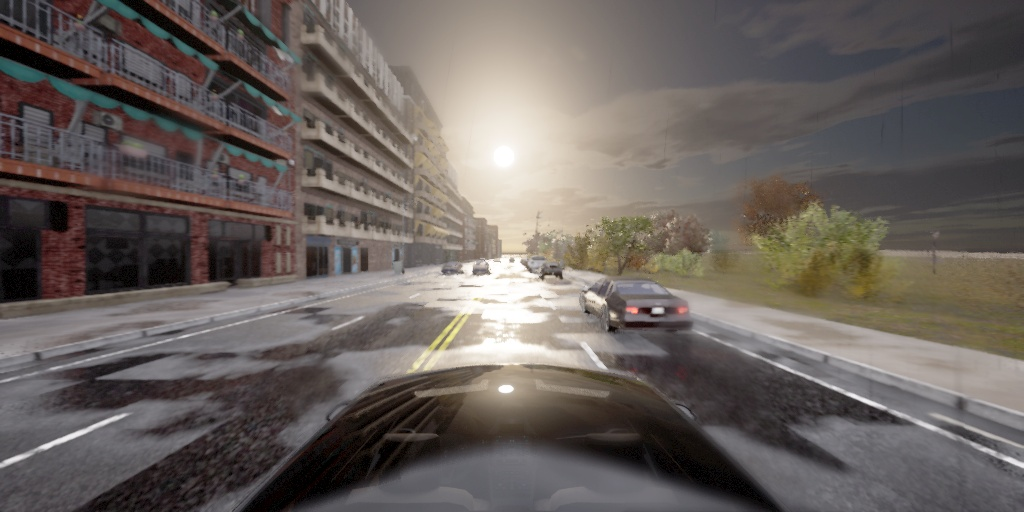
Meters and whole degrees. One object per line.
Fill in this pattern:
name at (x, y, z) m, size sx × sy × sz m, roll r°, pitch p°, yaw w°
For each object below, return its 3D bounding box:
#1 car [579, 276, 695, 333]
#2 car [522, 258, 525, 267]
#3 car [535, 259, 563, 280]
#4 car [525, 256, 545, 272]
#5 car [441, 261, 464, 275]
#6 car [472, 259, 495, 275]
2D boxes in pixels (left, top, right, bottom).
car at (3.349, 1.298, 10.738) m, size 2.033 × 1.411 × 5.357 m, roll 0°, pitch 0°, yaw 0°
car at (3.245, 1.266, 57.322) m, size 2.163 × 1.488 × 4.792 m, roll 0°, pitch 0°, yaw 0°
car at (3.350, 1.253, 31.841) m, size 1.837 × 1.490 × 4.892 m, roll 0°, pitch -1°, yaw 0°
car at (3.245, 0.978, 46.322) m, size 2.150 × 2.045 × 5.566 m, roll 0°, pitch 0°, yaw 0°
car at (-6.569, 1.302, 40.033) m, size 2.033 × 1.411 × 5.357 m, roll 0°, pitch 0°, yaw 0°
car at (-3.319, 1.302, 40.033) m, size 2.033 × 1.411 × 5.357 m, roll 0°, pitch 0°, yaw 0°
